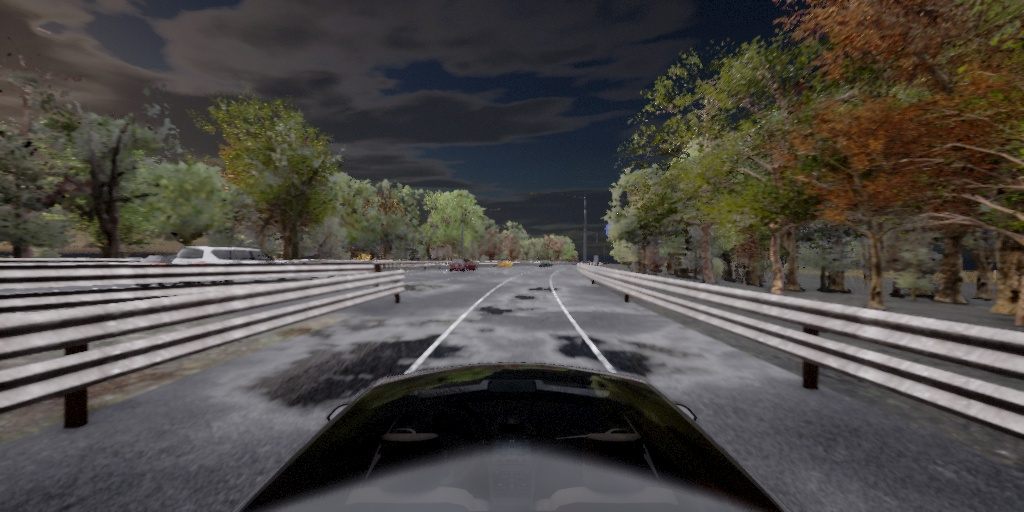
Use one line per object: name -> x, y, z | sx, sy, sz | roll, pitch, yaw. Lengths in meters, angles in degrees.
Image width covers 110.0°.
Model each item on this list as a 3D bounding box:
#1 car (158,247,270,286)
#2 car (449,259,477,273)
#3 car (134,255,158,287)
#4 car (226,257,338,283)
car -> -13.980, 0.594, 18.499 | 2.150, 2.045, 5.566 | 0, -1, 17
car -> -6.060, 1.119, 44.927 | 2.097, 1.767, 4.553 | 0, -1, 17
car -> -17.349, 0.698, 19.459 | 2.097, 1.767, 4.553 | 0, -1, 17
car -> -10.658, 0.926, 17.409 | 1.812, 1.442, 4.674 | 0, -1, 17
